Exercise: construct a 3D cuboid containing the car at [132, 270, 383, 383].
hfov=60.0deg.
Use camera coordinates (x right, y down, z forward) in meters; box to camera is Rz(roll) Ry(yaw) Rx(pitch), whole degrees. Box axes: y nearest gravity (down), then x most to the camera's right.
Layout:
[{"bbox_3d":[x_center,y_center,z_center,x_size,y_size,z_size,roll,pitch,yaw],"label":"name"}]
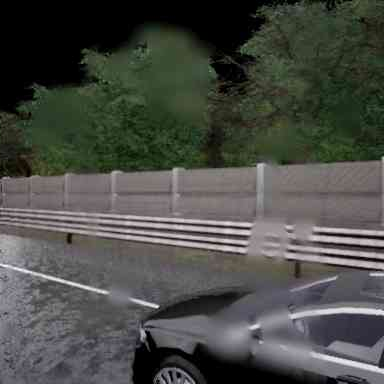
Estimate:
[{"bbox_3d":[1.597,1.493,2.868,4.902,1.511,2.128,0,0,36],"label":"car"}]
